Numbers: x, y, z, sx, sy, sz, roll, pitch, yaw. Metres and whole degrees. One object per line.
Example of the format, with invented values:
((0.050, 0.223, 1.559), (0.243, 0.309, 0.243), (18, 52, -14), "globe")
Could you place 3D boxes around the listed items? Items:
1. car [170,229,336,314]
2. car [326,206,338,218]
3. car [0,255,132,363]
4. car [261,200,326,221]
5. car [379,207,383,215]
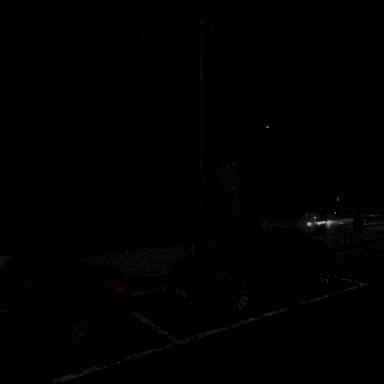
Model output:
((1.555, 1.565, 7.643), (4.313, 1.339, 1.947), (0, 0, -35), "car")
((10.264, 1.479, 29.125), (1.837, 1.490, 4.892), (0, 0, -36), "car")
((-2.883, 1.582, 4.478), (4.206, 1.307, 1.802), (0, 0, -35), "car")
((7.682, 1.531, 27.148), (2.033, 1.411, 5.357), (0, 0, -36), "car")
((18.754, 1.534, 28.971), (1.994, 1.385, 4.181), (0, 0, -39), "car")
